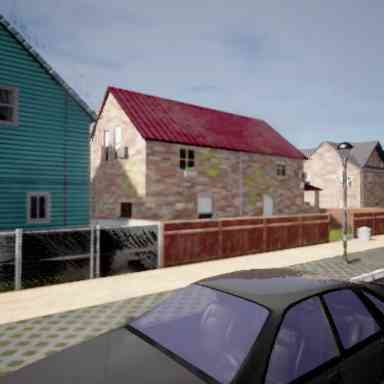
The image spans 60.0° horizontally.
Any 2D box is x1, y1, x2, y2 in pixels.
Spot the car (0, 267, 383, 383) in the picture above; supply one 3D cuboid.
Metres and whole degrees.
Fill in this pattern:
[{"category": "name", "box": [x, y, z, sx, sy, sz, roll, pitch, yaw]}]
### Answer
[{"category": "car", "box": [0.724, 1.619, 3.497, 5.357, 1.411, 2.033, 1, -1, -38]}]
